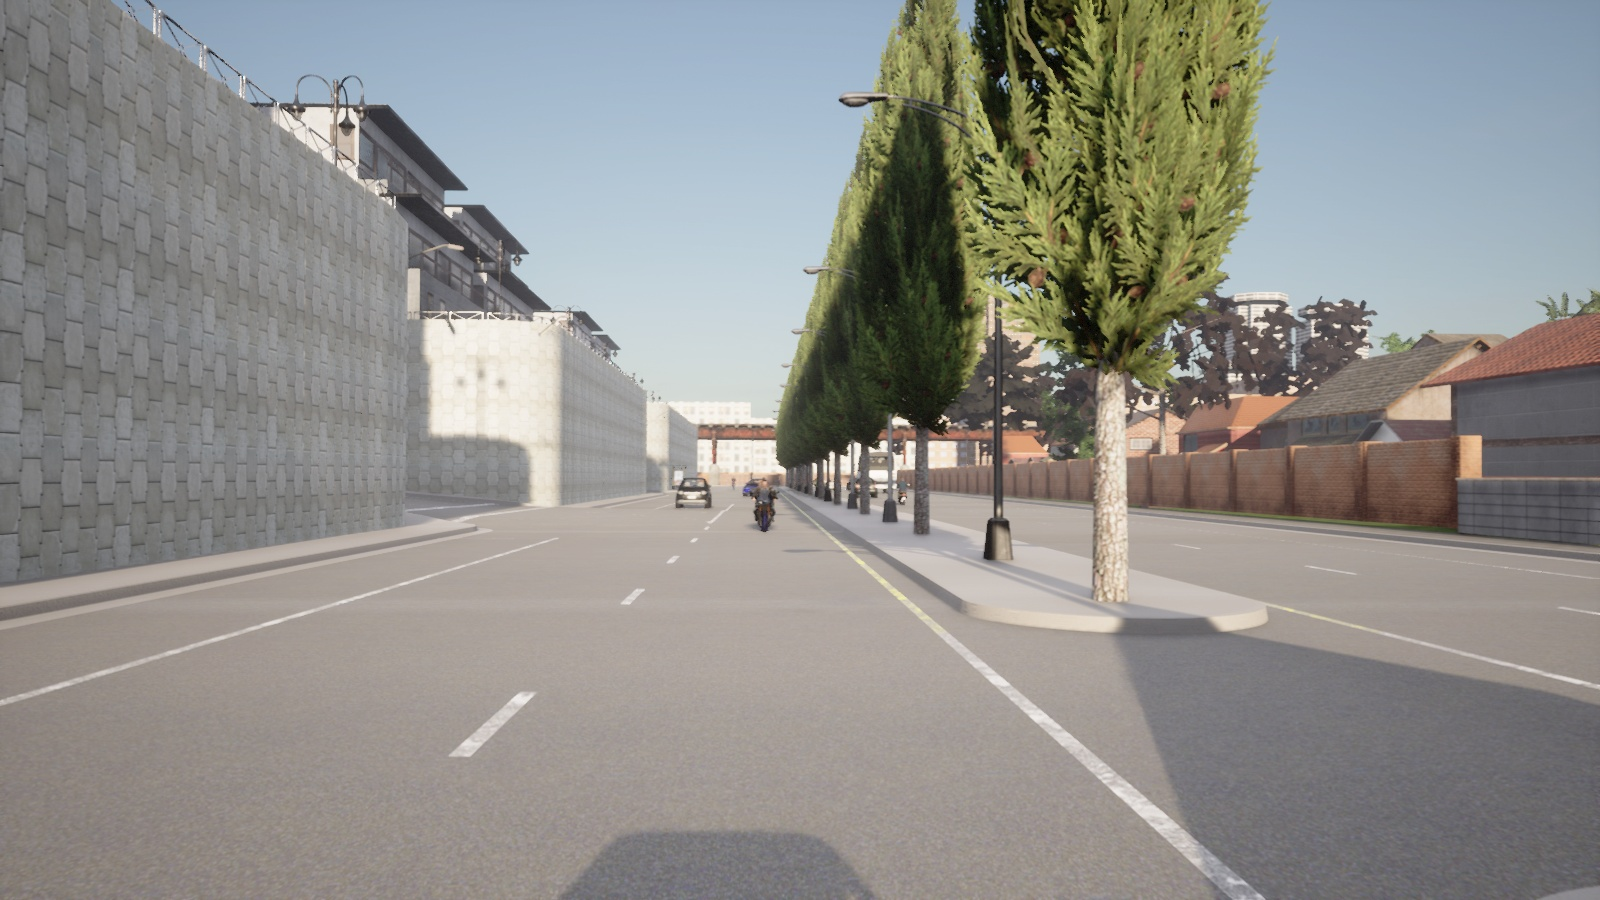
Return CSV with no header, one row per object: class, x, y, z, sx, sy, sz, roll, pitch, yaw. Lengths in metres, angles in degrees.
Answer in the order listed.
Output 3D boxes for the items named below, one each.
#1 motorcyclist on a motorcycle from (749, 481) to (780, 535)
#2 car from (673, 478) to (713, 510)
motorcyclist on a motorcycle,-1.029,1.663,36.581,0.866,1.530,2.191,0,-1,-2
car,-5.330,2.203,63.055,1.789,1.549,3.705,0,-1,-2
